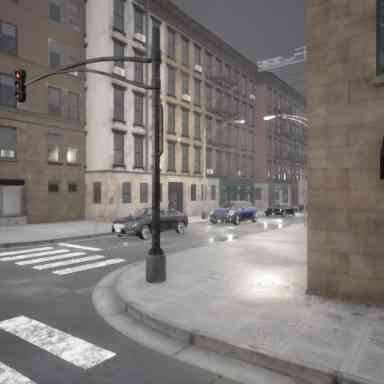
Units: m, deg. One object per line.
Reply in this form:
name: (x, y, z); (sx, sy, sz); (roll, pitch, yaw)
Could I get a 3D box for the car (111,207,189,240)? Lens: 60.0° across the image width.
car: (-2.113, 1.568, 17.809); (2.128, 1.511, 4.902); (0, 0, 35)

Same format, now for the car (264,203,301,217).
car: (8.952, 1.777, 33.335); (1.895, 1.301, 4.718); (0, 0, 35)

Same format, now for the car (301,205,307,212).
car: (14.868, 1.832, 41.585); (1.895, 1.301, 4.718); (0, 0, 36)

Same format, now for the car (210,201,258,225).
car: (3.229, 1.476, 25.327); (2.097, 1.767, 4.553); (0, 0, 36)
